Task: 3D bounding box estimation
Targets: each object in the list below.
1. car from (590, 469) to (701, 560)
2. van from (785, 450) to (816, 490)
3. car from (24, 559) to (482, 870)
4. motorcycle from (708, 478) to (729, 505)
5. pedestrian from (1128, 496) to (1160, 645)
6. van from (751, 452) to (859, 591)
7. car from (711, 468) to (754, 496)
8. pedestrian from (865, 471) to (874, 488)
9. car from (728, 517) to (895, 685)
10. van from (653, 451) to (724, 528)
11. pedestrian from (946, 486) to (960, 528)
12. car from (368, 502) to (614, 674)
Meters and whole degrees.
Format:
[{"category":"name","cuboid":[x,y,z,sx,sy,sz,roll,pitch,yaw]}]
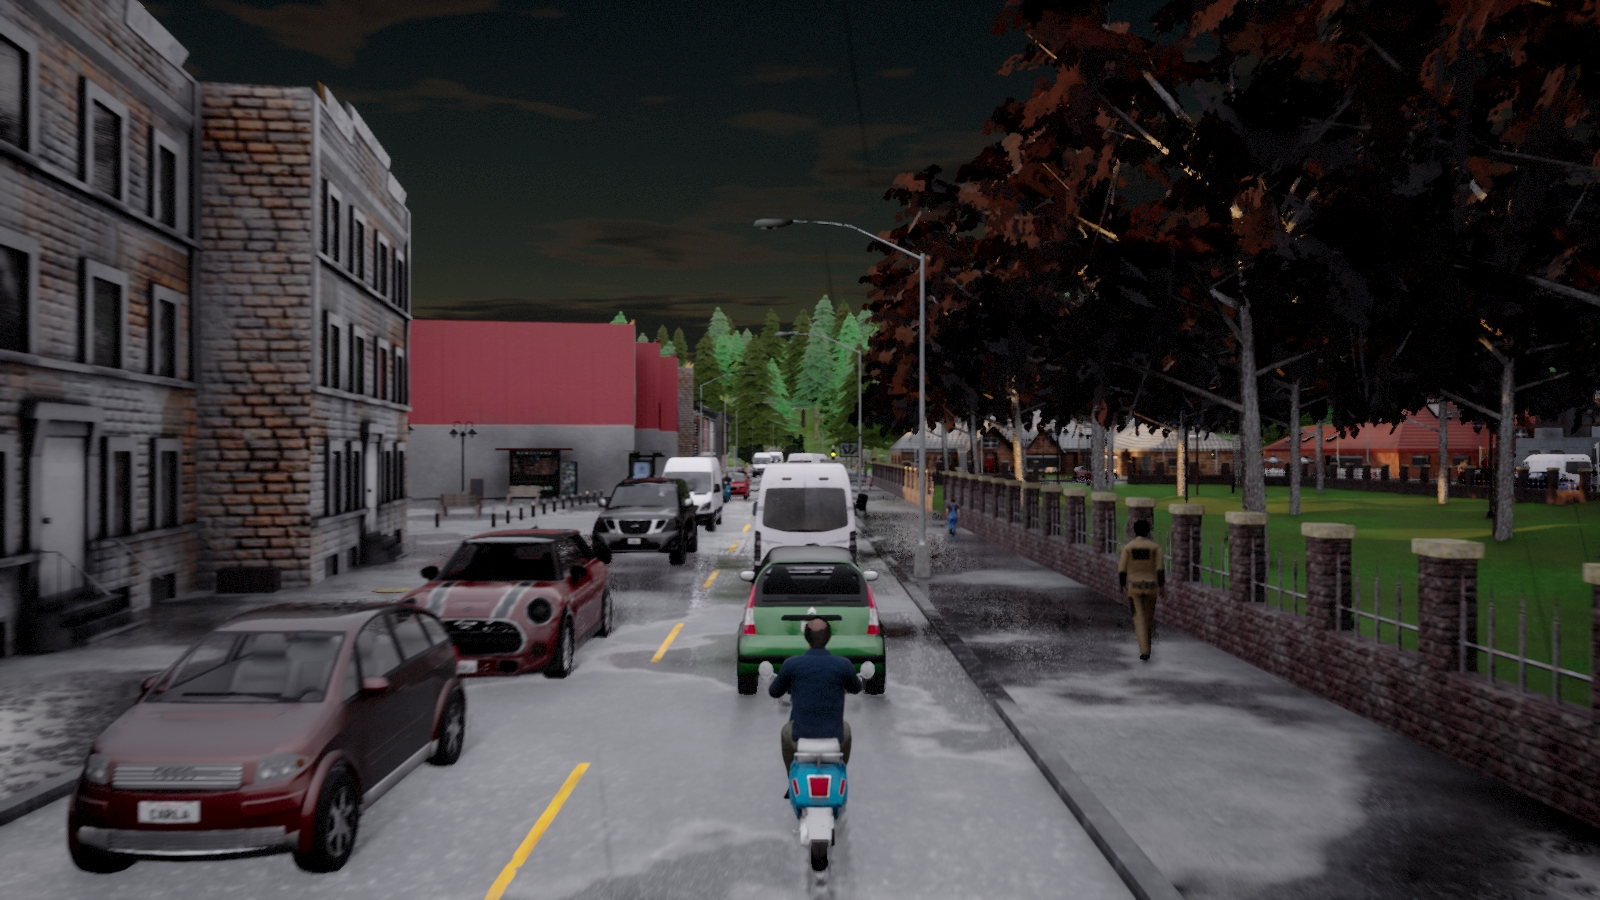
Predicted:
[{"category":"car","cuboid":[-3.880,1.567,29.720,2.150,2.045,5.566,0,0,0]},{"category":"van","cuboid":[0.060,1.336,76.587,1.988,2.561,5.915,0,-1,0]},{"category":"car","cuboid":[-3.877,1.806,8.882,1.789,1.549,3.705,0,0,0]},{"category":"motorcycle","cuboid":[-3.930,2.003,55.558,0.867,1.251,2.209,0,0,0]},{"category":"pedestrian","cuboid":[4.415,1.531,14.678,0.375,1.860,0.375,0,0,15]},{"category":"van","cuboid":[0.086,1.323,24.084,1.988,2.561,5.915,0,0,0]},{"category":"car","cuboid":[-3.934,1.862,67.371,2.231,1.480,4.892,0,0,0]},{"category":"pedestrian","cuboid":[4.519,1.931,74.545,0.500,1.100,0.500,0,0,-6]},{"category":"car","cuboid":[0.122,1.785,14.617,1.851,1.617,3.988,0,0,0]},{"category":"van","cuboid":[-3.932,1.328,41.288,1.988,2.561,5.915,0,0,0]},{"category":"pedestrian","cuboid":[4.870,1.819,36.411,0.375,1.300,0.375,0,0,0]},{"category":"car","cuboid":[-3.919,1.690,15.416,2.097,1.767,4.553,0,0,0]}]
